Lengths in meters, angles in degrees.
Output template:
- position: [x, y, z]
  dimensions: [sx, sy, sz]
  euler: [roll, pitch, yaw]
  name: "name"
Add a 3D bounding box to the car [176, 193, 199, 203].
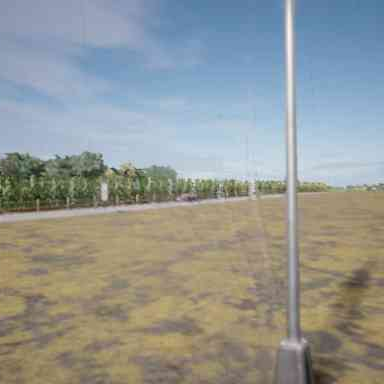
- position: [-0.723, 0.944, 54.143]
  dimensions: [1.812, 1.442, 4.674]
  euler: [1, 1, 36]
  name: "car"
